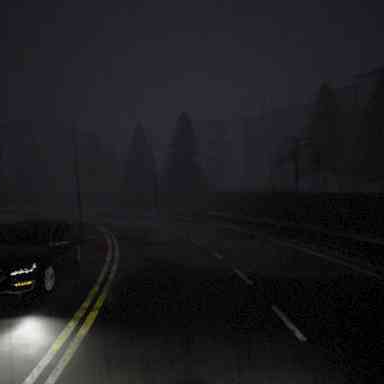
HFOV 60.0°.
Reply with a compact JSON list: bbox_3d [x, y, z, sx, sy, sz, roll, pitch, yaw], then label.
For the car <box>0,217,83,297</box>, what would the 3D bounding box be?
[{"bbox_3d":[-4.118,1.454,8.517,1.837,1.490,4.892,0,0,-7],"label":"car"}]
